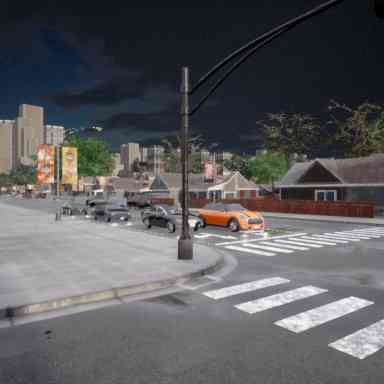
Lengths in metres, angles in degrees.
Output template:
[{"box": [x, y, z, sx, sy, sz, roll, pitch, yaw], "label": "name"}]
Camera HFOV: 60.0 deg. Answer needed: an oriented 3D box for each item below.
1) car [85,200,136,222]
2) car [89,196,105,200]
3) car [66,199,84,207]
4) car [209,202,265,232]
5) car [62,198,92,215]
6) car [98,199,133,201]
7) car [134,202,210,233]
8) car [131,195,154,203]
[{"box": [-7.092, 1.710, 28.556, 2.033, 1.411, 5.357, 0, 0, -36], "label": "car"}, {"box": [-14.170, 1.765, 50.069, 1.882, 1.535, 5.008, 0, 0, -35], "label": "car"}, {"box": [-21.141, 1.956, 59.872, 1.895, 1.301, 4.718, 0, 0, -35], "label": "car"}, {"box": [2.366, 1.440, 20.911, 2.097, 1.767, 4.553, 0, 0, -36], "label": "car"}, {"box": [-13.105, 1.730, 37.033, 1.837, 1.490, 4.892, 0, 0, -35], "label": "car"}, {"box": [-8.460, 1.767, 36.107, 1.994, 1.385, 4.181, 0, 0, -35], "label": "car"}, {"box": [-1.377, 1.592, 20.540, 2.128, 1.511, 4.902, 0, 0, -35], "label": "car"}, {"box": [-7.252, 1.465, 45.971, 2.150, 2.045, 5.566, 0, 0, -35], "label": "car"}]
